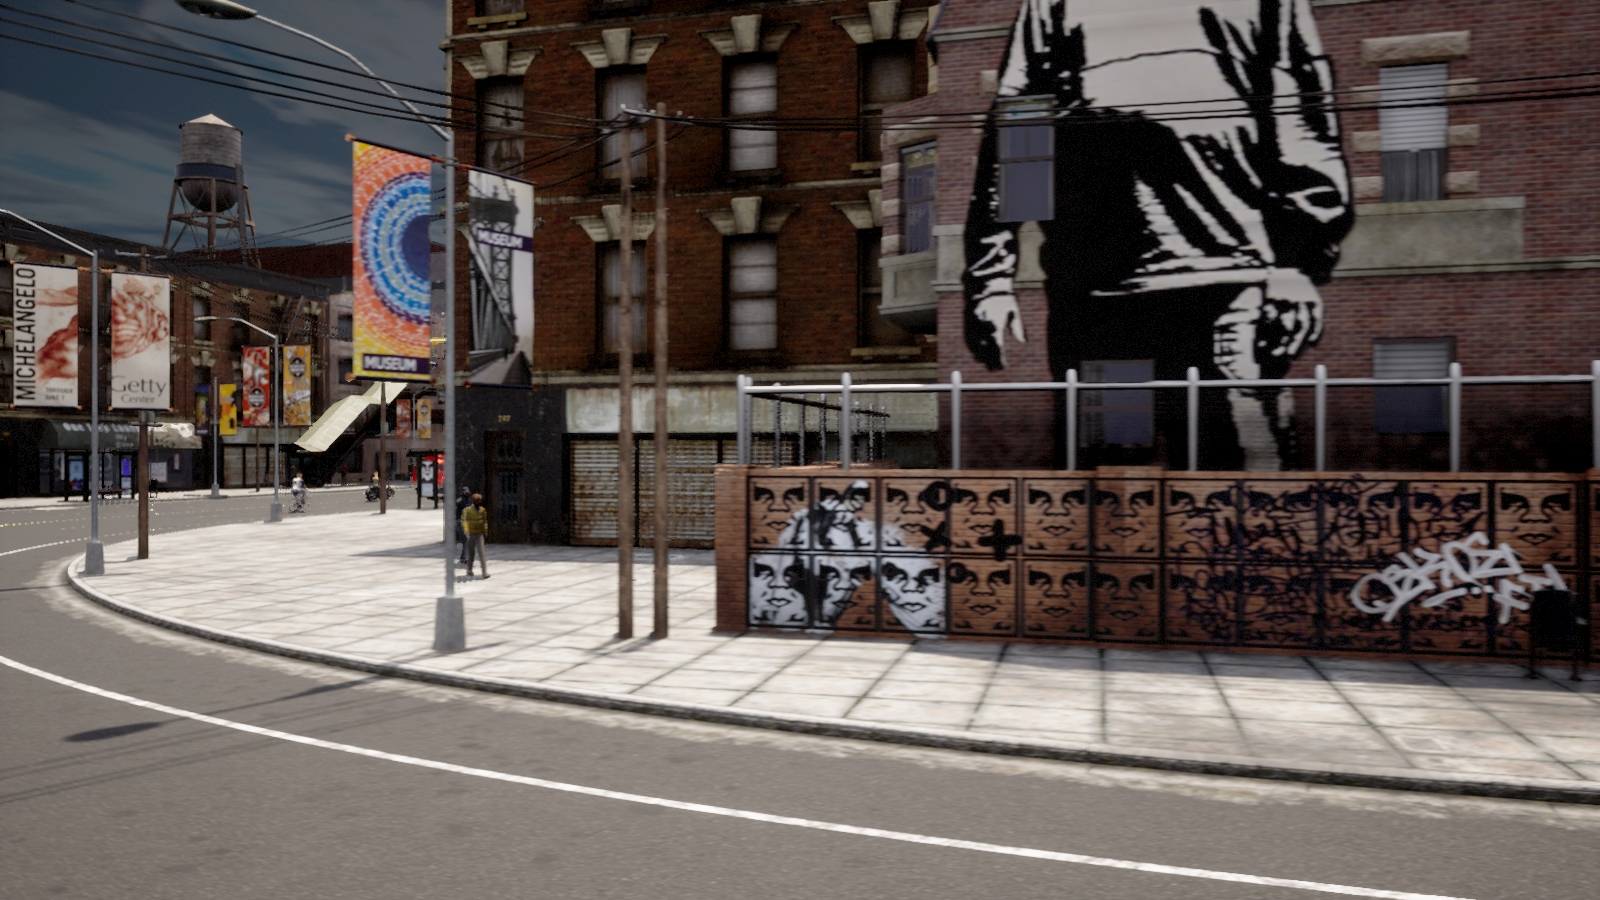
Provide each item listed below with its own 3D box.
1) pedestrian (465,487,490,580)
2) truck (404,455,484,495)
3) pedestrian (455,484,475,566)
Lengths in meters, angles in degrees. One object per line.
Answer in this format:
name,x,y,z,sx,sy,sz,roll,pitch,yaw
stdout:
pedestrian,-6.620,1.704,23.466,0.375,1.860,0.375,0,0,-37
truck,-23.359,1.593,75.199,2.627,2.467,5.204,0,0,15
pedestrian,-7.667,1.705,26.158,0.375,1.860,0.375,0,0,-27
